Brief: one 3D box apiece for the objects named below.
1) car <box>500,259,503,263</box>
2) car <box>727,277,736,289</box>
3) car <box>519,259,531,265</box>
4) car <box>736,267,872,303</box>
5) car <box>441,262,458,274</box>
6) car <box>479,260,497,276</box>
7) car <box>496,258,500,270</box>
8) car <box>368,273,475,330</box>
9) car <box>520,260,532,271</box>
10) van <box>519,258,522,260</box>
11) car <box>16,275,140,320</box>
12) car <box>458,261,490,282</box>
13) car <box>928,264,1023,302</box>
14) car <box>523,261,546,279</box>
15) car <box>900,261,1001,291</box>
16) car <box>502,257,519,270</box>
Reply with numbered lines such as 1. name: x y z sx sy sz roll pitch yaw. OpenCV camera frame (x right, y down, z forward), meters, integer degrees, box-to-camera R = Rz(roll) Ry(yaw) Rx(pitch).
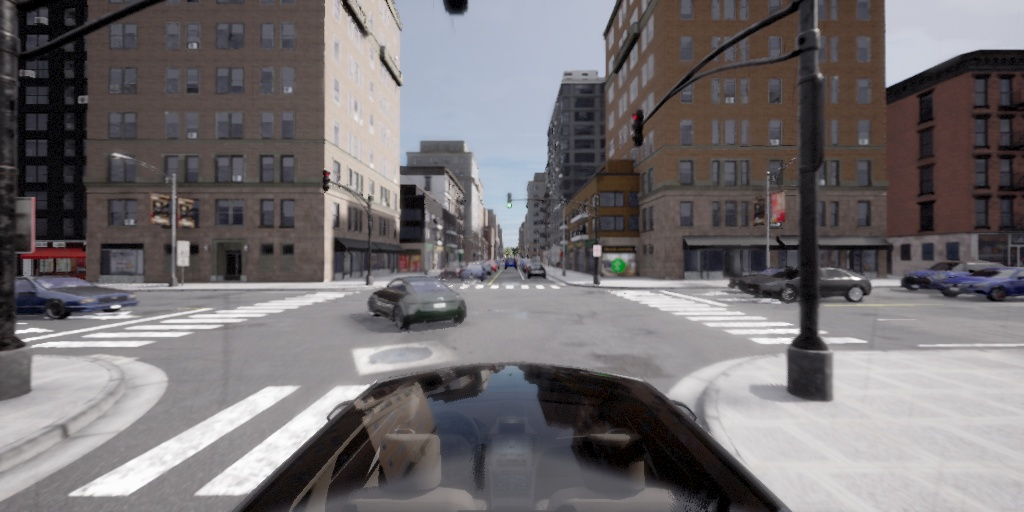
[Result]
1. car: -3.019 1.636 60.528 1.895 1.301 4.718 0 0 0
2. car: 14.751 1.298 19.370 5.357 1.411 2.033 0 0 0
3. car: 2.357 1.548 51.373 1.948 1.339 4.313 0 0 0
4. car: 13.197 1.245 16.112 4.892 1.490 1.837 0 0 0
5. car: -5.689 1.339 34.851 1.967 1.591 4.097 0 0 0
6. car: -3.136 1.475 40.557 2.033 1.411 5.357 0 0 0
7. car: -3.092 1.457 50.509 1.882 1.535 5.008 0 0 0
8. car: -3.160 1.350 11.534 1.994 1.385 4.181 0 -1 -35
9. car: 2.350 1.535 45.863 1.802 1.307 4.207 0 0 0
10. van: 2.364 1.354 56.883 1.690 1.789 3.998 0 0 0
11. car: -16.511 1.393 12.548 5.357 1.411 2.033 0 0 0
12. car: -3.176 1.405 30.877 1.812 1.442 4.674 0 0 1
13. car: 22.228 1.227 16.148 4.674 1.442 1.812 0 0 -1
14. car: 2.336 1.464 34.841 1.948 1.339 4.313 0 0 0
15. car: 24.041 1.062 19.399 4.553 1.767 2.097 0 0 0
16. car: -0.170 1.255 60.795 2.150 2.045 5.566 0 -1 0
